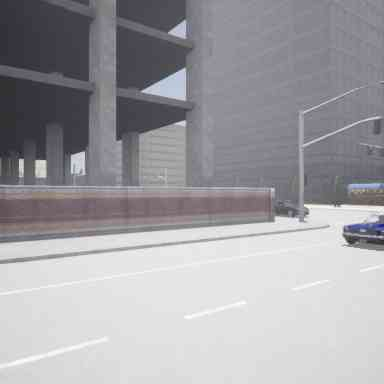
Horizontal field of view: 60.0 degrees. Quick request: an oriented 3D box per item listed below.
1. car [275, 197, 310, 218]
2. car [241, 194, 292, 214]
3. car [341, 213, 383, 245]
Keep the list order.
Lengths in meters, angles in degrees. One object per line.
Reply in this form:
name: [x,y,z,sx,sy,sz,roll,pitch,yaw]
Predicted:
car: [8.522,1.505,30.851,1.837,1.490,4.892,0,0,-35]
car: [8.195,1.221,37.309,2.150,2.045,5.566,0,0,-36]
car: [8.495,1.601,14.371,4.718,1.301,1.895,0,0,-36]
